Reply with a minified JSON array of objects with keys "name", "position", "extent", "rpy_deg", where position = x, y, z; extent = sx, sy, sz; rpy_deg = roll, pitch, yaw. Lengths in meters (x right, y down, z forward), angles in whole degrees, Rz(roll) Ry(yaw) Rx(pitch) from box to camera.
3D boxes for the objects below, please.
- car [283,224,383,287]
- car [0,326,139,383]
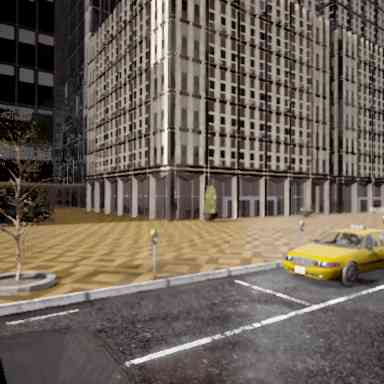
[{"name":"car","position":[4.685,1.659,9.695],"extent":[4.829,1.417,1.752],"rpy_deg":[1,-1,-35]},{"name":"car","position":[-2.727,1.542,1.315],"extent":[5.357,1.411,2.033],"rpy_deg":[1,-1,-35]}]
